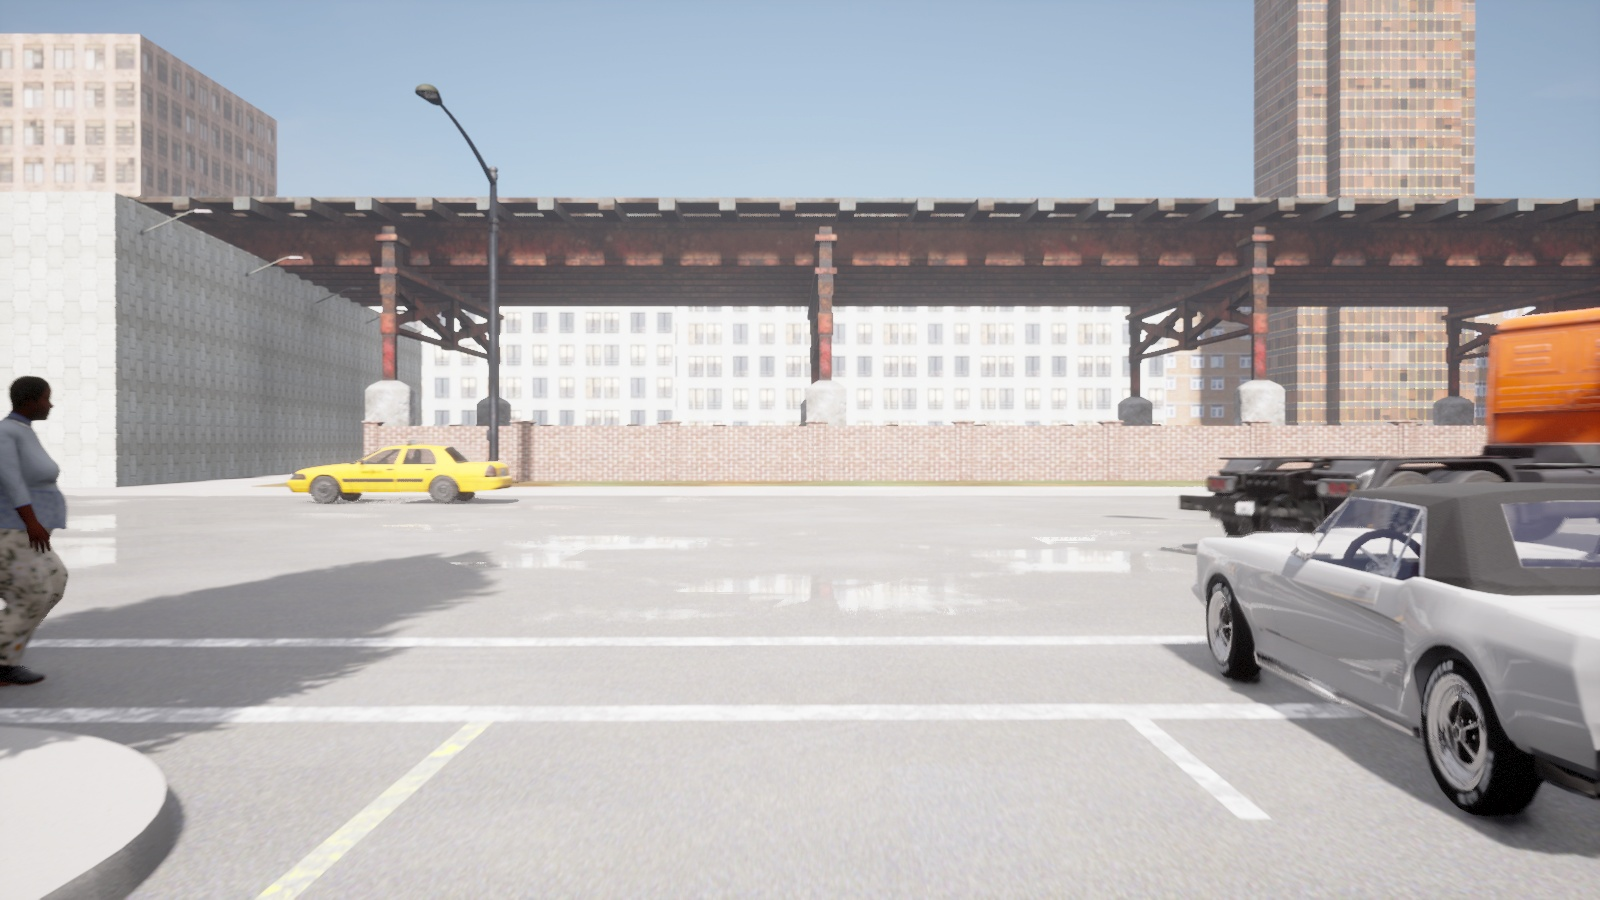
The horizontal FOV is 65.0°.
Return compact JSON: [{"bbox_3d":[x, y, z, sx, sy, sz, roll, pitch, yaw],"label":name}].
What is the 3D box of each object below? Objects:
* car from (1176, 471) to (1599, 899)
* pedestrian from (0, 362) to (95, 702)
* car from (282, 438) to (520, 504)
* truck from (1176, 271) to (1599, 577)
[{"bbox_3d":[3.551,0.814,6.356,1.895,1.301,4.718,0,0,0],"label":"car"},{"bbox_3d":[-4.597,0.447,7.235,0.900,1.855,0.874,0,0,-27],"label":"pedestrian"},{"bbox_3d":[-9.879,0.501,31.342,5.366,1.575,1.801,0,0,1],"label":"car"},{"bbox_3d":[9.295,-0.321,16.956,7.936,3.462,2.891,0,0,-21],"label":"truck"}]
